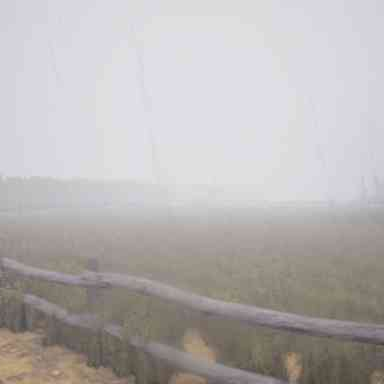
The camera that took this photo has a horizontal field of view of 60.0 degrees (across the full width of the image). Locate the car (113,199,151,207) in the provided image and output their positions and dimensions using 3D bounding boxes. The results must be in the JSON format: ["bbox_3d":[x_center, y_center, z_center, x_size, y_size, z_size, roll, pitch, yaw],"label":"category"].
[{"bbox_3d":[-7.331,1.525,41.447,2.033,1.411,5.357,0,0,36],"label":"car"}]

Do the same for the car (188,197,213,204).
[{"bbox_3d":[1.312,1.471,48.097,2.128,1.511,4.902,0,0,36],"label":"car"}]
